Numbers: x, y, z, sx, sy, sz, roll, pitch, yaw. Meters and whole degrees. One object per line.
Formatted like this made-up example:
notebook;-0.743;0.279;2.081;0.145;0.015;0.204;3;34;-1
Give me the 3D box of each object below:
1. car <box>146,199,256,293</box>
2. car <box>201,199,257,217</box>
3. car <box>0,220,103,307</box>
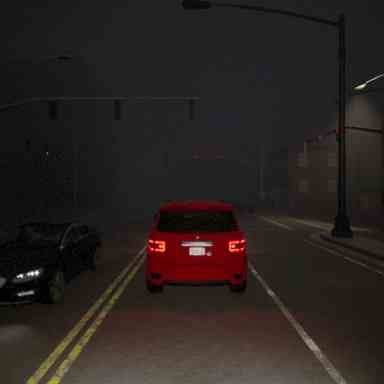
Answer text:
car;0.095;1.221;9.015;2.150;2.045;5.566;0;0;0
car;3.230;1.433;29.749;4.892;1.490;1.837;0;0;1
car;-3.594;1.491;8.166;2.128;1.511;4.902;0;0;0
